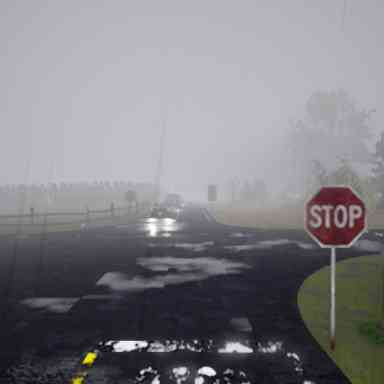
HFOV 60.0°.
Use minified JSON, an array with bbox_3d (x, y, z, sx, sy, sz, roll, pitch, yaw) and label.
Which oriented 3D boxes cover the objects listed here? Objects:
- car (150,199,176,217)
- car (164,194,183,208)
[{"bbox_3d":[-2.813,1.621,31.352,1.895,1.301,4.718,0,0,0],"label":"car"},{"bbox_3d":[-2.784,1.265,48.189,2.150,2.045,5.566,0,0,0],"label":"car"}]
